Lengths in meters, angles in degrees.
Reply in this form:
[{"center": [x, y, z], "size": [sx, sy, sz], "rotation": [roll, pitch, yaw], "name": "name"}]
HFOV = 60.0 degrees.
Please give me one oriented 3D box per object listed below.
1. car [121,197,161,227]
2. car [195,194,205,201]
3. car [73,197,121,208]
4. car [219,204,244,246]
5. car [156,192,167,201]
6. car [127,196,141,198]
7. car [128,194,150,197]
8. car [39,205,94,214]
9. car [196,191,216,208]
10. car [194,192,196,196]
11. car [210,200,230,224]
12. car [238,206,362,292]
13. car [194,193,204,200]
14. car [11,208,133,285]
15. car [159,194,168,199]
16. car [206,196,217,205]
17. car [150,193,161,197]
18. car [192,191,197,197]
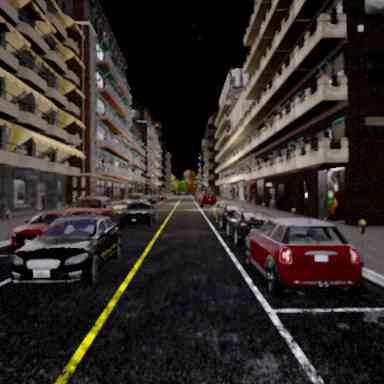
[{"center": [-3.408, 1.345, 21.885], "size": [1.882, 1.535, 5.008], "rotation": [0, 0, -1], "name": "car"}, {"center": [1.626, 1.032, 69.904], "size": [2.008, 1.369, 4.403], "rotation": [0, 0, -1], "name": "car"}, {"center": [-5.969, 1.220, 19.702], "size": [2.192, 1.841, 5.009], "rotation": [0, 0, -1], "name": "car"}, {"center": [2.497, 1.424, 14.234], "size": [2.008, 1.369, 4.403], "rotation": [0, 0, -1], "name": "car"}, {"center": [-6.752, 0.869, 69.805], "size": [2.192, 1.841, 5.009], "rotation": [0, 0, -1], "name": "car"}, {"center": [-6.141, 1.352, 30.667], "size": [1.752, 1.417, 4.829], "rotation": [0, 0, -1], "name": "car"}, {"center": [-6.230, 1.101, 36.403], "size": [2.192, 1.841, 5.009], "rotation": [0, 0, -1], "name": "car"}, {"center": [-5.883, 1.490, 14.136], "size": [1.887, 1.381, 4.507], "rotation": [0, 0, -1], "name": "car"}, {"center": [2.062, 0.989, 42.067], "size": [2.192, 1.841, 5.009], "rotation": [0, 0, -1], "name": "car"}, {"center": [1.800, 1.103, 58.769], "size": [1.887, 1.381, 4.507], "rotation": [0, 0, -1], "name": "car"}, {"center": [2.410, 1.383, 19.800], "size": [2.008, 1.369, 4.403], "rotation": [0, 0, -1], "name": "car"}, {"center": [2.584, 1.353, 8.666], "size": [1.967, 1.590, 4.097], "rotation": [0, 0, -1], "name": "car"}, {"center": [1.539, 1.009, 75.471], "size": [1.947, 1.339, 4.313], "rotation": [0, 0, -1], "name": "car"}, {"center": [-3.230, 1.448, 9.489], "size": [2.128, 1.511, 4.902], "rotation": [0, 0, -1], "name": "car"}, {"center": [-6.928, 1.060, 80.941], "size": [1.802, 1.307, 4.206], "rotation": [0, 0, -1], "name": "car"}, {"center": [2.320, 1.317, 25.537], "size": [1.752, 1.417, 4.829], "rotation": [0, 0, -1], "name": "car"}, {"center": [-6.492, 1.235, 53.106], "size": [1.947, 1.339, 4.313], "rotation": [0, 0, -1], "name": "car"}, {"center": [1.714, 0.835, 64.334], "size": [2.192, 1.841, 5.009], "rotation": [0, 0, -1], "name": "car"}]
